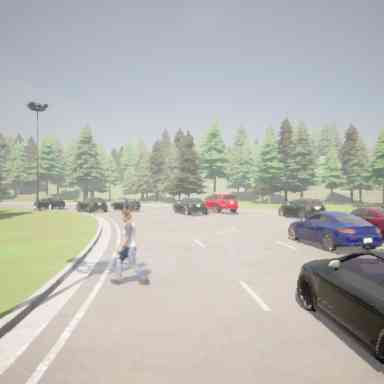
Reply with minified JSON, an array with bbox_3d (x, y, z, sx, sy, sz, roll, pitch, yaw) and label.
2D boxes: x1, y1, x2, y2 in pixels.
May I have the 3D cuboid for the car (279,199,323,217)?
[{"bbox_3d":[9.375,1.352,28.540,2.097,1.767,4.553,0,0,-17],"label":"car"}]

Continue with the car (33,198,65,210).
[{"bbox_3d":[-18.846,1.505,43.895,4.892,1.490,1.837,0,0,30],"label":"car"}]

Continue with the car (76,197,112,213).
[{"bbox_3d":[-11.332,1.352,37.471,2.097,1.767,4.553,0,0,-41],"label":"car"}]

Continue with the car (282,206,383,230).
[{"bbox_3d":[5.718,1.526,13.761,1.812,1.442,4.674,0,0,-9],"label":"car"}]

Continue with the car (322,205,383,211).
[{"bbox_3d":[8.813,1.477,16.383,1.882,1.535,5.008,0,0,-10],"label":"car"}]

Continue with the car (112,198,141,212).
[{"bbox_3d":[-7.755,1.492,38.748,2.128,1.511,4.902,0,0,-39],"label":"car"}]

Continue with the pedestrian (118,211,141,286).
[{"bbox_3d":[-1.491,1.294,7.964,0.375,1.860,0.375,0,0,-6],"label":"pedestrian"}]

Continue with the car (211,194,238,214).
[{"bbox_3d":[2.776,1.218,36.072,2.150,2.045,5.566,0,-1,-28],"label":"car"}]

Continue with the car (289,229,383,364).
[{"bbox_3d":[3.211,1.564,5.116,1.994,1.385,4.181,0,0,-4],"label":"car"}]

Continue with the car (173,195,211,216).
[{"bbox_3d":[-0.292,1.351,33.521,2.097,1.767,4.553,0,0,-25],"label":"car"}]
